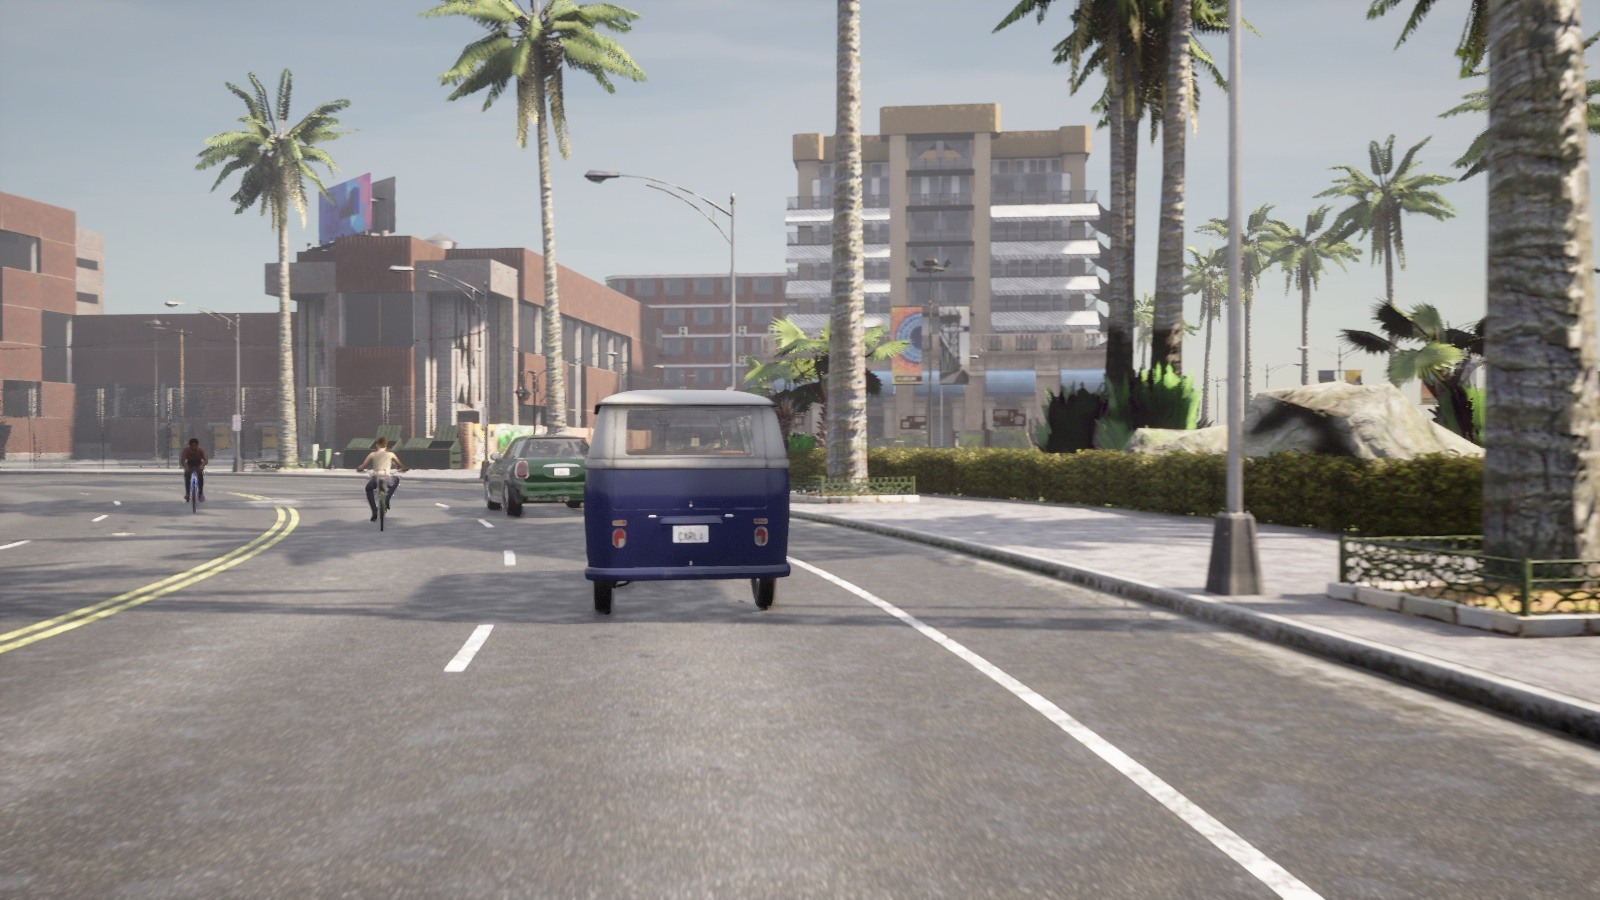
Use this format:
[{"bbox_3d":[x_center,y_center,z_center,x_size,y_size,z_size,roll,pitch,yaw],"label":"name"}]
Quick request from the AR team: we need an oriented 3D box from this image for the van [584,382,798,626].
[{"bbox_3d":[-1.260,0.428,12.568,1.775,1.987,4.442,0,0,-10],"label":"van"}]

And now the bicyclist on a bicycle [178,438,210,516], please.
[{"bbox_3d":[-13.042,0.547,27.054,0.582,1.620,1.656,0,1,-24],"label":"bicyclist on a bicycle"}]

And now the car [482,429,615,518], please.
[{"bbox_3d":[-5.600,0.450,27.489,2.097,1.767,4.553,0,0,-21],"label":"car"}]

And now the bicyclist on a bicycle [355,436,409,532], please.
[{"bbox_3d":[-7.271,0.560,21.879,0.866,1.612,1.509,0,0,-18],"label":"bicyclist on a bicycle"}]
